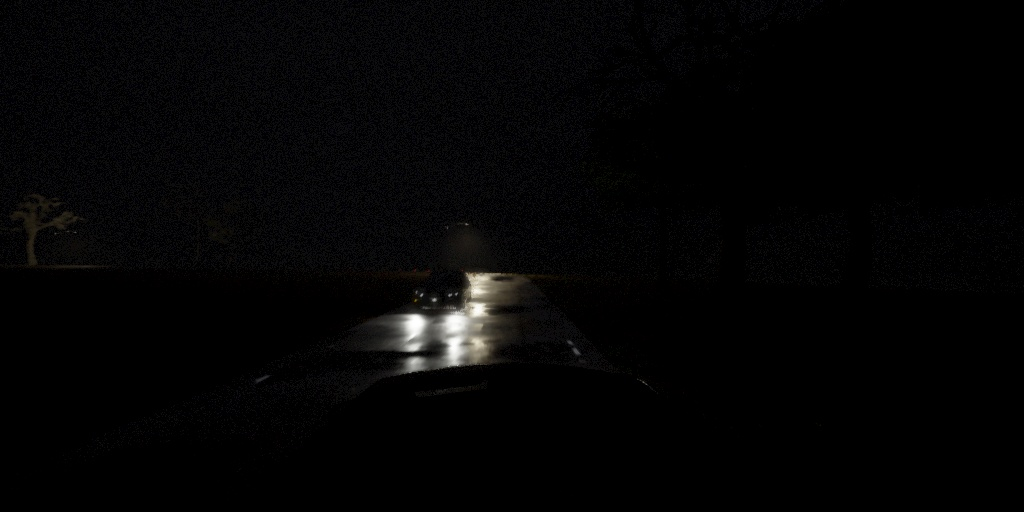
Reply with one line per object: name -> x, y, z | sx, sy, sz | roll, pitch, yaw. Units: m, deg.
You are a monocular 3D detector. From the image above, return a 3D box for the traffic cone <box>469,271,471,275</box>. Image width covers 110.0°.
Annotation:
traffic cone -> -5.825, 2.348, 49.385 | 0.340, 0.580, 0.340 | 0, 0, -17

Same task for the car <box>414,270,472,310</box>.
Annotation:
car -> -2.851, 1.388, 15.584 | 1.837, 1.490, 4.892 | 0, -1, 0

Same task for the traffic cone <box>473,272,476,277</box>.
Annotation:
traffic cone -> -4.663, 2.269, 44.806 | 0.340, 0.580, 0.340 | 0, 0, -11
